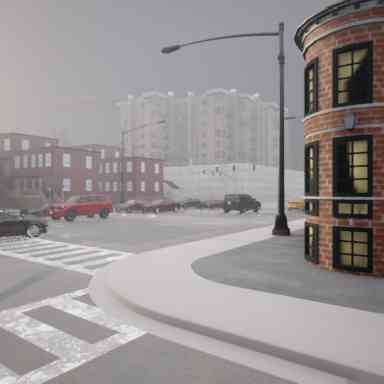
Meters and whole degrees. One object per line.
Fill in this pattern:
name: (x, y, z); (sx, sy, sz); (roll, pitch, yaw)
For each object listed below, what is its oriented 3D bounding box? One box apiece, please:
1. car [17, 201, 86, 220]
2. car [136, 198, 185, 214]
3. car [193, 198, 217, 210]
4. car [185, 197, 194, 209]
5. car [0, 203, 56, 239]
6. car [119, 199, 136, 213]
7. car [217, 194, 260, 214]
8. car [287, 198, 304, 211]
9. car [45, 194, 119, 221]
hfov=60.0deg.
car: (-12.189, 1.546, 29.221); (2.033, 1.411, 5.357); (0, 0, 36)
car: (-3.313, 1.477, 35.610); (1.882, 1.535, 5.008); (0, 0, 36)
car: (2.538, 1.563, 43.761); (1.994, 1.385, 4.181); (0, 0, 35)
car: (-0.682, 1.491, 45.275); (2.128, 1.511, 4.902); (0, 0, 36)
car: (-9.282, 1.504, 15.478); (1.837, 1.490, 4.892); (1, 1, 41)
car: (-6.460, 1.525, 37.213); (1.812, 1.442, 4.674); (0, 0, 35)
car: (5.271, 1.220, 35.253); (2.150, 2.045, 5.566); (0, 0, 35)
car: (13.184, 1.477, 40.296); (1.882, 1.535, 5.008); (0, 0, 36)
car: (-9.109, 1.221, 27.509); (2.150, 2.045, 5.566); (0, 0, 36)
